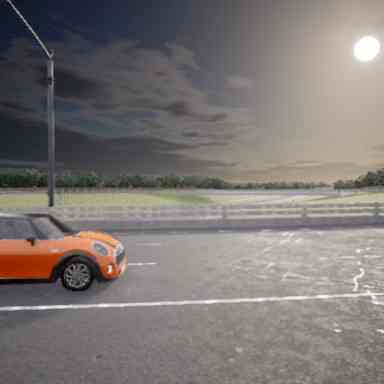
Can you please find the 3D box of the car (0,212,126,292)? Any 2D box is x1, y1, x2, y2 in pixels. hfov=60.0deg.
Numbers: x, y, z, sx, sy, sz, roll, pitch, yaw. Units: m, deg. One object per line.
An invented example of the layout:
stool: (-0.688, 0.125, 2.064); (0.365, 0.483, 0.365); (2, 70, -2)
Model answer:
car: (-3.958, 1.294, 8.133); (4.553, 1.767, 2.097); (0, 0, -3)
